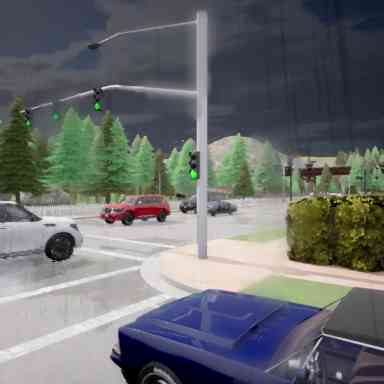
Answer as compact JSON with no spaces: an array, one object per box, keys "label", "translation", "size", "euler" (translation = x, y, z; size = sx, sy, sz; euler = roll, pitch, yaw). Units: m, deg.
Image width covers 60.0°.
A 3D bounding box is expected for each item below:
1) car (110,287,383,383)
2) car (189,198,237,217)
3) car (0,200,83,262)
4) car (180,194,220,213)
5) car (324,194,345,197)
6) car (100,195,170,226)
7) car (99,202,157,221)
[{"label":"car","translation":[1.467,1.601,2.919],"size":[4.718,1.301,1.895],"euler":[0,0,36]},{"label":"car","translation":[2.416,1.547,32.257],"size":[2.033,1.411,5.357],"euler":[0,0,38]},{"label":"car","translation":[-6.088,1.221,9.921],"size":[2.150,2.045,5.566],"euler":[0,0,38]},{"label":"car","translation":[1.036,1.221,36.144],"size":[2.150,2.045,5.566],"euler":[0,0,39]},{"label":"car","translation":[16.860,1.221,38.923],"size":[2.150,2.045,5.566],"euler":[0,0,38]},{"label":"car","translation":[-3.951,1.221,24.227],"size":[2.150,2.045,5.566],"euler":[0,0,38]},{"label":"car","translation":[-5.299,1.601,28.161],"size":[1.895,1.301,4.718],"euler":[0,0,38]}]
